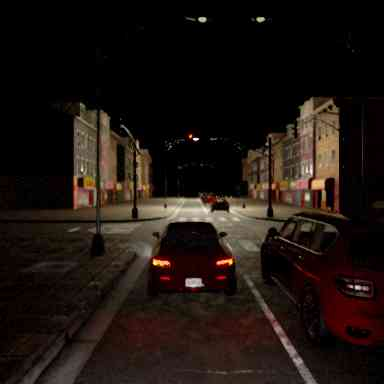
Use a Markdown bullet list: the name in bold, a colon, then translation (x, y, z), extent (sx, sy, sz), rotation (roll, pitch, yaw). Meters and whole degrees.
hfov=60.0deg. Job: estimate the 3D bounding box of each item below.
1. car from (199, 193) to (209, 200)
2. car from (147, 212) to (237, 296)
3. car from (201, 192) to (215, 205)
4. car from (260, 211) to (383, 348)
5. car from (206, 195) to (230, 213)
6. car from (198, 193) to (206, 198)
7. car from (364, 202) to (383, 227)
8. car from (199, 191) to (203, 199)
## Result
- **car**: translation (2.708, 0.992, 76.085), extent (2.008, 1.369, 4.403), rotation (0, 0, 0)
- **car**: translation (-0.043, 1.450, 8.310), extent (1.812, 1.442, 4.674), rotation (0, 1, -2)
- **car**: translation (2.686, 1.153, 48.898), extent (1.887, 1.381, 4.507), rotation (1, 0, 0)
- **car**: translation (2.655, 1.258, 6.155), extent (2.192, 1.841, 5.009), rotation (1, 1, 0)
- **car**: translation (2.674, 1.271, 32.587), extent (1.887, 1.381, 4.507), rotation (1, 0, 0)
- **car**: translation (2.716, 0.949, 86.960), extent (1.947, 1.339, 4.313), rotation (0, 0, 0)
- **car**: translation (13.559, 1.385, 20.740), extent (4.674, 1.442, 1.812), rotation (0, 0, 0)
- **car**: translation (2.693, 0.887, 54.334), extent (2.192, 1.841, 5.009), rotation (1, 0, 0)
